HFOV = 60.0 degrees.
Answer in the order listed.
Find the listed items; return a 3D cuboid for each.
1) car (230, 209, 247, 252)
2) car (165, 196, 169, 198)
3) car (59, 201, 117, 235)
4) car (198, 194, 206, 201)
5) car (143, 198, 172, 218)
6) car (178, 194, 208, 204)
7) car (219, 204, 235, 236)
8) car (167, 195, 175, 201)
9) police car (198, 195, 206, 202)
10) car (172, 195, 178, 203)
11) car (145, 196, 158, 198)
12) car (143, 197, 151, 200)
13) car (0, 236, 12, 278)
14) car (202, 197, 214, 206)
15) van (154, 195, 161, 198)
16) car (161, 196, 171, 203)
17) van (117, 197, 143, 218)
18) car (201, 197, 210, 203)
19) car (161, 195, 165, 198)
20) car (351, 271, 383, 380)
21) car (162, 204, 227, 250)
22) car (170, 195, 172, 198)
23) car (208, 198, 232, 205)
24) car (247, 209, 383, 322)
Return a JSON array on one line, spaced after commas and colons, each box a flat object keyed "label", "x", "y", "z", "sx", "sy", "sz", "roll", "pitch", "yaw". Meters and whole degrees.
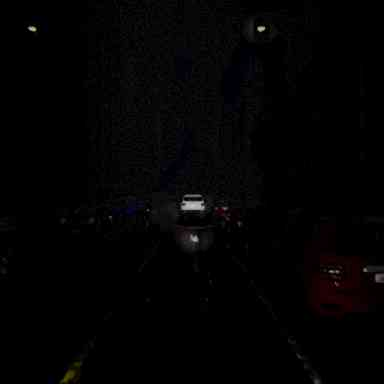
[{"label": "car", "x": 2.760, "y": 1.553, "z": 12.791, "sx": 1.887, "sy": 1.381, "sz": 4.507, "roll": 0, "pitch": 0, "yaw": 0}, {"label": "car", "x": -5.768, "y": 1.364, "z": 57.875, "sx": 2.192, "sy": 1.841, "sz": 5.009, "roll": 0, "pitch": 0, "yaw": 0}, {"label": "car", "x": -5.766, "y": 1.453, "z": 18.419, "sx": 1.967, "sy": 1.590, "sz": 4.097, "roll": 0, "pitch": 0, "yaw": 0}, {"label": "car", "x": 2.756, "y": 1.411, "z": 91.698, "sx": 2.192, "sy": 1.841, "sz": 5.009, "roll": 0, "pitch": 0, "yaw": 0}, {"label": "car", "x": -3.099, "y": 1.546, "z": 30.443, "sx": 1.812, "sy": 1.442, "sz": 4.674, "roll": 0, "pitch": 0, "yaw": 0}, {"label": "car", "x": 0.098, "y": 1.243, "z": 31.159, "sx": 2.150, "sy": 2.045, "sz": 5.566, "roll": 0, "pitch": 0, "yaw": 0}, {"label": "car", "x": 2.759, "y": 1.578, "z": 18.427, "sx": 1.947, "sy": 1.339, "sz": 4.313, "roll": 0, "pitch": 0, "yaw": 0}, {"label": "car", "x": -5.768, "y": 1.621, "z": 91.524, "sx": 1.752, "sy": 1.417, "sz": 4.829, "roll": 0, "pitch": 0, "yaw": 0}, {"label": "police car", "x": 2.365, "y": 1.504, "z": 81.789, "sx": 1.930, "sy": 1.638, "sz": 5.238, "roll": 0, "pitch": 0, "yaw": 0}, {"label": "car", "x": -3.001, "y": 1.591, "z": 71.138, "sx": 1.994, "sy": 1.385, "sz": 4.181, "roll": 0, "pitch": 0, "yaw": 0}, {"label": "car", "x": -5.766, "y": 1.581, "z": 40.964, "sx": 2.008, "sy": 1.369, "sz": 4.403, "roll": 0, "pitch": 0, "yaw": 0}, {"label": "car", "x": -5.766, "y": 1.550, "z": 35.158, "sx": 1.752, "sy": 1.417, "sz": 4.829, "roll": 0, "pitch": 0, "yaw": 0}, {"label": "car", "x": -5.766, "y": 1.445, "z": 7.145, "sx": 1.967, "sy": 1.590, "sz": 4.097, "roll": 0, "pitch": 0, "yaw": 0}, {"label": "car", "x": 2.759, "y": 1.630, "z": 57.881, "sx": 1.802, "sy": 1.307, "sz": 4.206, "roll": 0, "pitch": 0, "yaw": 0}, {"label": "van", "x": -5.767, "y": 1.377, "z": 46.601, "sx": 1.690, "sy": 1.788, "sz": 3.998, "roll": 0, "pitch": 0, "yaw": 0}, {"label": "car", "x": -5.767, "y": 1.620, "z": 74.784, "sx": 2.008, "sy": 1.369, "sz": 4.403, "roll": 0, "pitch": 0, "yaw": 0}, {"label": "van", "x": -5.767, "y": 1.361, "z": 29.692, "sx": 1.690, "sy": 1.788, "sz": 3.998, "roll": 0, "pitch": 0, "yaw": 0}, {"label": "car", "x": 2.758, "y": 1.643, "z": 69.153, "sx": 1.802, "sy": 1.307, "sz": 4.206, "roll": 0, "pitch": 0, "yaw": 0}, {"label": "car", "x": -5.767, "y": 1.483, "z": 52.238, "sx": 1.967, "sy": 1.590, "sz": 4.097, "roll": 0, "pitch": 0, "yaw": 0}, {"label": "car", "x": 2.760, "y": 1.567, "z": 1.518, "sx": 1.947, "sy": 1.339, "sz": 4.313, "roll": 0, "pitch": 0, "yaw": 0}, {"label": "car", "x": 0.094, "y": 1.501, "z": 14.392, "sx": 2.128, "sy": 1.511, "sz": 4.902, "roll": 0, "pitch": 0, "yaw": 0}, {"label": "car", "x": -5.767, "y": 1.628, "z": 69.148, "sx": 1.947, "sy": 1.339, "sz": 4.313, "roll": 0, "pitch": 0, "yaw": 0}, {"label": "car", "x": 2.759, "y": 1.460, "z": 29.699, "sx": 1.967, "sy": 1.590, "sz": 4.097, "roll": 0, "pitch": 0, "yaw": 0}, {"label": "car", "x": 2.759, "y": 1.320, "z": 7.155, "sx": 2.192, "sy": 1.841, "sz": 5.009, "roll": 0, "pitch": 0, "yaw": 0}]
